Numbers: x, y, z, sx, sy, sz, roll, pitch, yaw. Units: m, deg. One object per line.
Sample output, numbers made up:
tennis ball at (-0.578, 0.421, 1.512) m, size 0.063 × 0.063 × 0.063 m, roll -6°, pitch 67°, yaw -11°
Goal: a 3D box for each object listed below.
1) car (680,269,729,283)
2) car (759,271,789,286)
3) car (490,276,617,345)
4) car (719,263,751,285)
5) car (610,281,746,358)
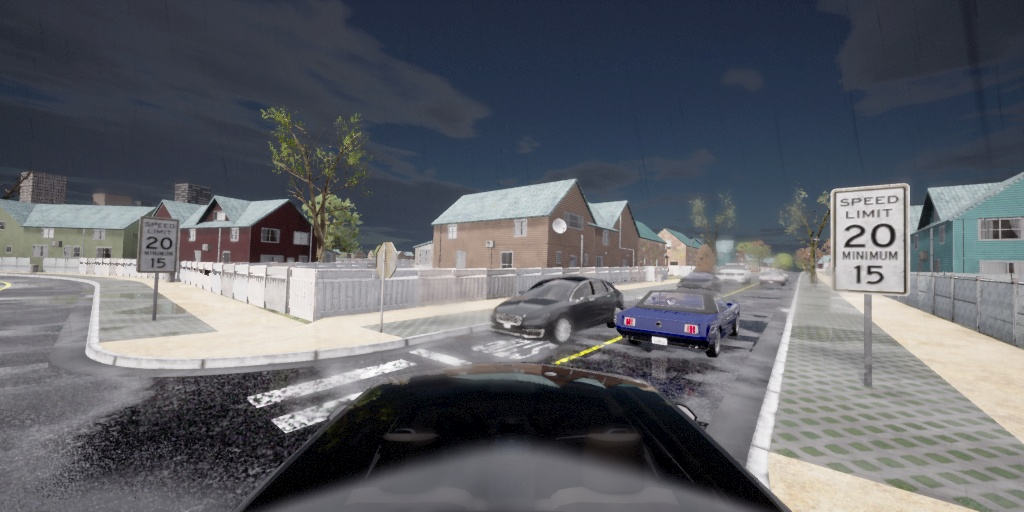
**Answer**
car at (12.184, 1.727, 23.102) m, size 2.033 × 1.411 × 5.357 m, roll 0°, pitch -1°, yaw 39°
car at (24.764, 2.130, 33.981) m, size 1.895 × 1.301 × 4.718 m, roll 0°, pitch -1°, yaw 39°
car at (1.488, 1.350, 10.025) m, size 1.837 × 1.490 × 4.892 m, roll 0°, pitch 0°, yaw 41°
car at (21.226, 1.696, 34.151) m, size 2.150 × 2.045 × 5.566 m, roll 0°, pitch -1°, yaw 40°
car at (4.409, 1.481, 9.016) m, size 1.895 × 1.301 × 4.718 m, roll 0°, pitch -1°, yaw 39°
